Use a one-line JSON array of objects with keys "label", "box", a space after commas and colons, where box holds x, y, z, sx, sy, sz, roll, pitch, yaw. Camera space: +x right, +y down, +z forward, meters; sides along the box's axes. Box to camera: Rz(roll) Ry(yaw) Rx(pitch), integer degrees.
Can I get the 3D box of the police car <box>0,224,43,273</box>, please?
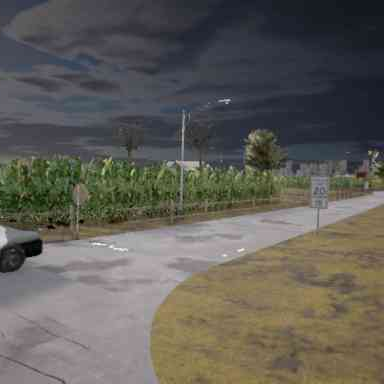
[{"label": "police car", "box": [-6.423, 1.398, 8.133, 2.038, 1.542, 4.974, 2, 2, 35]}]
